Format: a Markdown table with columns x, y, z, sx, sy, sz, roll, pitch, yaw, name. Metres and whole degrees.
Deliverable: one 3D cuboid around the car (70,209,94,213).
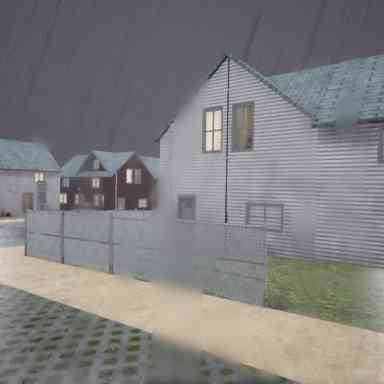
| x | y | z | sx | sy | sz | roll | pitch | yaw | name |
| --- | --- | --- | --- | --- | --- | --- | --- | --- | --- |
| -8.647 | 1.924 | 25.106 | 1.895 | 1.301 | 4.718 | 2 | 0 | 37 | car |
